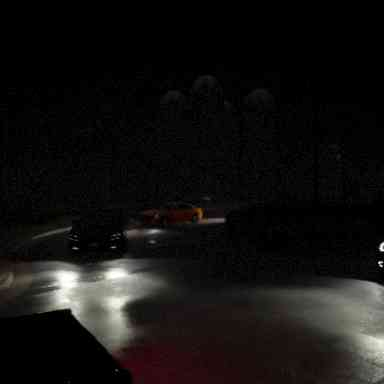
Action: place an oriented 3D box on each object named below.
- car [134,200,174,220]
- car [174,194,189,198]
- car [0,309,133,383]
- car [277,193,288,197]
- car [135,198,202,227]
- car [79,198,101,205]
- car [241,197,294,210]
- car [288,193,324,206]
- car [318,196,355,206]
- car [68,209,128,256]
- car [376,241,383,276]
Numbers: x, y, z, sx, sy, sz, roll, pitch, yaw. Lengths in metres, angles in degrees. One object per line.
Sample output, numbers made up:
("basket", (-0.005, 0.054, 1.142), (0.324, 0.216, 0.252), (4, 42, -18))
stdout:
("car", (-3.329, 1.486, 28.599), (1.784, 1.438, 3.905), (0, 0, -35))
("car", (-1.140, 1.260, 46.674), (1.905, 1.878, 3.866), (0, 0, -35))
("car", (-2.859, 1.597, 1.970), (4.718, 1.301, 1.895), (0, 0, -35))
("car", (18.554, 1.422, 60.748), (2.242, 1.667, 4.611), (0, 0, -35))
("car", (-1.356, 1.451, 22.790), (1.882, 1.535, 5.008), (0, 0, 41))
("car", (-11.780, 1.455, 38.373), (1.816, 1.474, 4.193), (0, 0, -35))
("car", (6.473, 1.462, 29.682), (4.902, 1.511, 2.128), (0, 0, -35))
("car", (14.856, 1.272, 41.815), (1.932, 1.855, 4.605), (0, 0, -35))
("car", (16.139, 1.494, 36.481), (4.674, 1.442, 1.812), (0, 0, -35))
("car", (-3.591, 1.460, 13.336), (1.882, 1.535, 5.008), (0, 0, -9))
("car", (6.878, 1.346, 8.830), (4.553, 1.767, 2.097), (0, 0, -35))
